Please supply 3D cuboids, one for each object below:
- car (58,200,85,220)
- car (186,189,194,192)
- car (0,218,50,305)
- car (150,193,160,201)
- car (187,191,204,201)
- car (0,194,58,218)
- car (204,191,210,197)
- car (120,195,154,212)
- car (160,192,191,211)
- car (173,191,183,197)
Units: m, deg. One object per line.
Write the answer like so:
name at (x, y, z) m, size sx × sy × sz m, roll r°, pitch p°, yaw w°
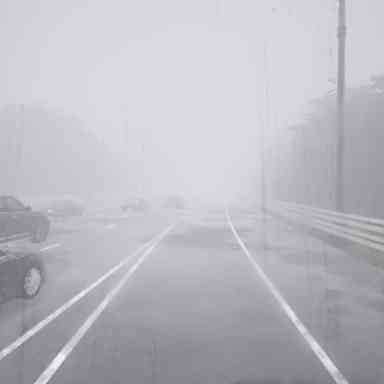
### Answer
car at (-9.586, 1.253, 24.809) m, size 1.994 × 1.385 × 4.181 m, roll 1°, pitch 1°, yaw 5°
car at (-0.312, 0.318, 89.297) m, size 2.150 × 2.045 × 5.566 m, roll 0°, pitch 1°, yaw 7°
car at (-4.230, 1.429, 5.309) m, size 1.837 × 1.490 × 4.892 m, roll 0°, pitch 1°, yaw 5°
car at (-6.599, 0.869, 59.674) m, size 1.812 × 1.442 × 4.674 m, roll 1°, pitch 1°, yaw 5°
car at (0.630, 0.937, 62.062) m, size 1.994 × 1.385 × 4.181 m, roll 0°, pitch 1°, yaw 5°
car at (-7.200, 1.063, 11.618) m, size 2.150 × 2.045 × 5.566 m, roll 0°, pitch 1°, yaw 5°
car at (3.173, 0.617, 88.990) m, size 1.837 × 1.490 × 4.892 m, roll 0°, pitch 1°, yaw 7°
car at (-5.415, 1.239, 32.501) m, size 1.895 × 1.301 × 4.718 m, roll 0°, pitch 1°, yaw 5°
car at (-1.671, 1.125, 35.186) m, size 2.128 × 1.511 × 4.902 m, roll 0°, pitch 1°, yaw 5°
car at (-3.808, 0.569, 89.570) m, size 1.837 × 1.490 × 4.892 m, roll 0°, pitch 1°, yaw 7°
